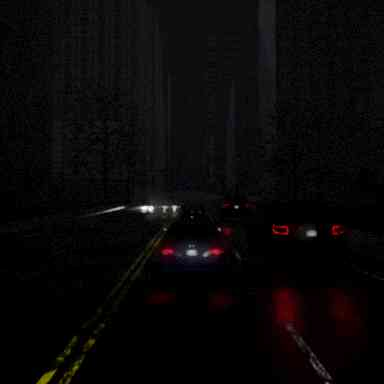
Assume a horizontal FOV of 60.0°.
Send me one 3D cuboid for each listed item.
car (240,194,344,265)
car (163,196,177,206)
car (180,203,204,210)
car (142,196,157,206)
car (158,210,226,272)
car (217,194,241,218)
[{"bbox_3d":[3.264,1.201,11.705,2.150,2.045,5.566,0,0,0],"label":"car"},{"bbox_3d":[-3.363,1.375,51.607,1.837,1.490,4.892,0,0,0],"label":"car"},{"bbox_3d":[0.000,1.542,27.176,1.895,1.301,4.718,0,0,0],"label":"car"},{"bbox_3d":[-6.612,1.360,51.628,2.128,1.511,4.902,0,0,0],"label":"car"},{"bbox_3d":[0.005,1.527,10.633,2.033,1.411,5.357,0,0,0],"label":"car"},{"bbox_3d":[3.245,1.165,26.700,2.150,2.045,5.566,0,0,0],"label":"car"}]
